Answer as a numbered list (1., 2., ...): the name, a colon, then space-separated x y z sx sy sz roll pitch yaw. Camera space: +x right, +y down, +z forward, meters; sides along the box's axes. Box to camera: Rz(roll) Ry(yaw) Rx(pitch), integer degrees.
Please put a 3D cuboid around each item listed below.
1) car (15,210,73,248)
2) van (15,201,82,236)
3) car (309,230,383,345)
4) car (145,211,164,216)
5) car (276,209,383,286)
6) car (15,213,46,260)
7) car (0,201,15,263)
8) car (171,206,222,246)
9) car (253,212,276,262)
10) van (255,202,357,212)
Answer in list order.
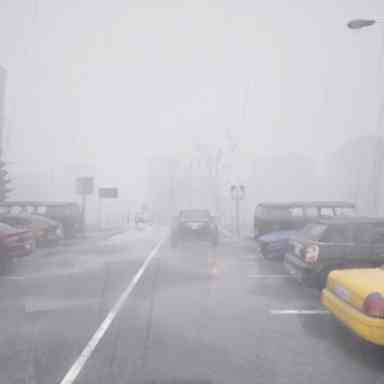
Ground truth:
1. car: -7.668 1.635 13.314 4.792 1.488 2.163 0 -1 0
2. van: -7.752 1.443 16.105 4.442 1.987 1.878 0 -1 0
3. car: 4.869 1.516 5.081 5.366 1.575 1.946 0 0 0
4. car: -2.977 1.628 24.240 2.128 1.511 4.902 0 -3 0
5. car: 4.655 1.415 8.001 4.553 1.767 2.185 0 -1 0
6. car: -7.640 1.564 10.483 5.008 1.535 2.097 0 0 0
7. car: -7.615 1.288 7.750 5.566 2.045 2.435 0 0 0
8. car: 0.115 1.547 16.256 2.097 1.767 4.553 0 -1 0
9. car: 4.695 1.567 10.789 5.008 1.535 2.097 0 -1 0
10. van: 4.809 1.385 13.567 4.442 1.987 1.878 0 -1 0
